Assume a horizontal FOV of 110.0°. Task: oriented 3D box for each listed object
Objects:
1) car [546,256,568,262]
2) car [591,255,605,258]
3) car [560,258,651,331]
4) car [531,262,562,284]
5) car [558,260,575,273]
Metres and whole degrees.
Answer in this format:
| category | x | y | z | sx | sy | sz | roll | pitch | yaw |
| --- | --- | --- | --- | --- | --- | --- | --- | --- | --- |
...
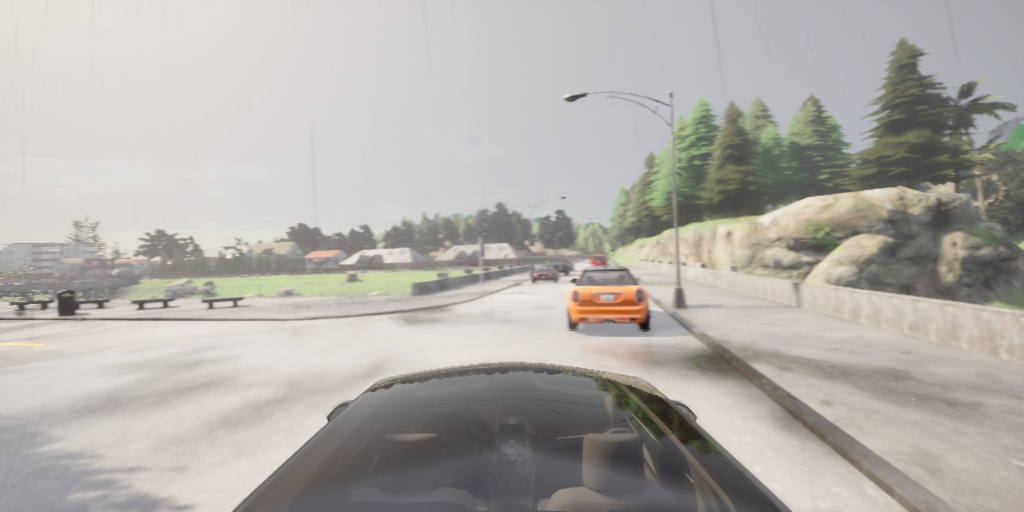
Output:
| category | x | y | z | sx | sy | sz | roll | pitch | yaw |
| --- | --- | --- | --- | --- | --- | --- | --- | --- | --- |
| car | 5.013 | 1.079 | 38.443 | 2.150 | 2.045 | 5.566 | -2 | 0 | 14 |
| car | 11.571 | 0.906 | 48.080 | 2.150 | 2.045 | 5.566 | -2 | 0 | 13 |
| car | 2.861 | 1.068 | 11.022 | 2.097 | 1.767 | 4.553 | -2 | 0 | 13 |
| car | 2.814 | 1.430 | 29.102 | 1.994 | 1.385 | 4.181 | -2 | 0 | 13 |
| car | 7.477 | 1.351 | 48.520 | 1.837 | 1.490 | 4.892 | -2 | 0 | 13 |
